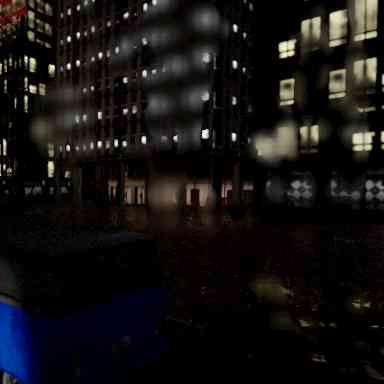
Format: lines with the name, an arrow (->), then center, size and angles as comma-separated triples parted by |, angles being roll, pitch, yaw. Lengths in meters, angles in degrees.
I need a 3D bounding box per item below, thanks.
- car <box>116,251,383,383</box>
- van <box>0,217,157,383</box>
car -> 2.276, 1.329, 1.245 | 5.009, 1.841, 2.192 | 1, 1, 35
van -> -2.224, 1.294, 4.453 | 3.998, 1.788, 1.690 | 1, 1, 35
